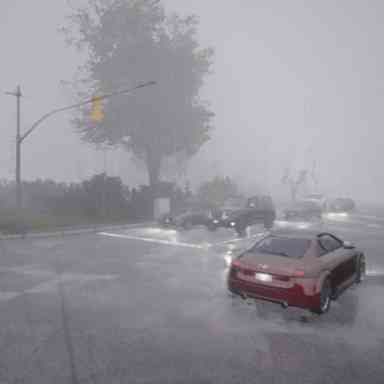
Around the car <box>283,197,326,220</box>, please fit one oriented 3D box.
[{"bbox_3d":[9.136,1.461,27.291,1.837,1.490,4.892,0,0,39],"label":"car"}]

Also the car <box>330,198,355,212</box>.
[{"bbox_3d":[16.840,1.400,37.189,2.128,1.511,4.902,0,1,37],"label":"car"}]

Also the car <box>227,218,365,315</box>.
[{"bbox_3d":[2.585,1.556,7.740,1.994,1.385,4.181,0,0,39],"label":"car"}]

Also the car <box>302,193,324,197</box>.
[{"bbox_3d":[14.141,1.115,39.385,2.150,2.045,5.566,0,1,38],"label":"car"}]

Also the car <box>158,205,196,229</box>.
[{"bbox_3d":[-0.211,1.516,21.194,1.994,1.385,4.181,0,0,39],"label":"car"}]

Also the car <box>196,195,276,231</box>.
[{"bbox_3d":[2.953,1.187,19.539,2.150,2.045,5.566,0,0,39],"label":"car"}]

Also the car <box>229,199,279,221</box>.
[{"bbox_3d":[5.359,1.438,28.159,2.128,1.511,4.902,0,0,38],"label":"car"}]
